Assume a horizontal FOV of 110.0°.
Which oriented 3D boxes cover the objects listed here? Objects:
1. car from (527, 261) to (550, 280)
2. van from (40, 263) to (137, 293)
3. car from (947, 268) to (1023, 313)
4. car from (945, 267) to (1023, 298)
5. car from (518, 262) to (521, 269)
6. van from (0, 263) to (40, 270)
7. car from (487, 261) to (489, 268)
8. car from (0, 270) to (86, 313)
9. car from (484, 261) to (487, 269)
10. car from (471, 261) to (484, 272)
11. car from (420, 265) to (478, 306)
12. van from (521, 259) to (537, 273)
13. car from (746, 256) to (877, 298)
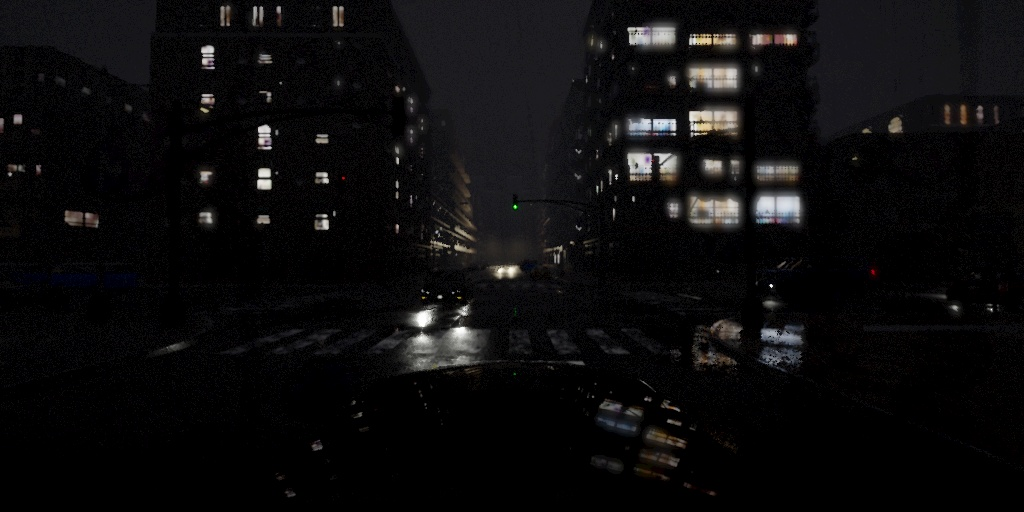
[{"bbox_3d":[2.581,1.445,33.347,1.751,1.417,4.829,0,0,0],"label":"car"},{"bbox_3d":[-24.879,1.289,21.341,3.998,1.789,1.690,0,0,1],"label":"van"},{"bbox_3d":[18.649,1.157,12.942,4.097,1.591,1.967,0,0,1],"label":"car"},{"bbox_3d":[25.548,1.323,18.283,4.674,1.442,1.812,0,-1,0],"label":"car"},{"bbox_3d":[2.381,1.352,52.832,2.192,1.841,5.009,0,0,0],"label":"car"},{"bbox_3d":[-30.473,1.300,21.408,3.998,1.789,1.690,0,0,1],"label":"van"},{"bbox_3d":[-5.541,1.690,64.061,1.802,1.307,4.207,0,0,0],"label":"car"},{"bbox_3d":[-19.379,1.349,13.396,4.403,1.370,2.007,0,0,1],"label":"car"},{"bbox_3d":[-5.520,1.598,58.233,1.751,1.417,4.829,0,0,0],"label":"car"},{"bbox_3d":[-5.500,1.619,52.746,1.802,1.307,4.207,0,0,0],"label":"car"},{"bbox_3d":[-2.803,1.349,16.337,1.837,1.490,4.892,0,0,0],"label":"car"},{"bbox_3d":[2.434,1.343,47.179,1.690,1.789,3.998,0,0,0],"label":"van"},{"bbox_3d":[15.238,1.042,18.408,5.566,2.045,2.150,0,-1,2],"label":"car"}]
